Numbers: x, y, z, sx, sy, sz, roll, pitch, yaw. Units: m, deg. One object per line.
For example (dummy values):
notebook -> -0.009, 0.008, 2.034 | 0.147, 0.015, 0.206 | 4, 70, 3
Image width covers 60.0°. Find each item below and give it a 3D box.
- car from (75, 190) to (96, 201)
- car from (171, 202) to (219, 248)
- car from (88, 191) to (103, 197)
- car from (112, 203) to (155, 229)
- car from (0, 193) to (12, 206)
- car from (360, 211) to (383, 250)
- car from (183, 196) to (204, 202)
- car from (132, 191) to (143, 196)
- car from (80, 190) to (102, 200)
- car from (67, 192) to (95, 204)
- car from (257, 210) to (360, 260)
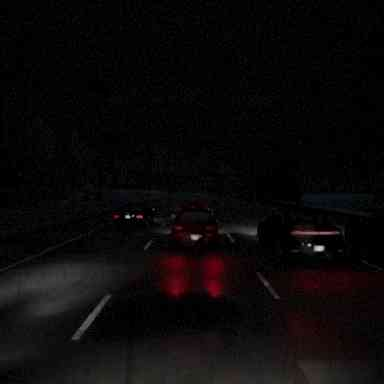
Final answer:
car -> -20.833, 0.548, 65.219 | 2.150, 2.045, 5.566 | 0, 1, 1
car -> 0.107, 1.380, 13.940 | 1.812, 1.442, 4.674 | 0, 1, 0
car -> -23.918, 0.407, 82.338 | 2.033, 1.411, 5.357 | 0, 1, 1
car -> -3.391, 1.339, 20.089 | 2.033, 1.411, 5.357 | 0, 1, 0
car -> -24.560, 0.923, 41.510 | 2.097, 1.767, 4.553 | 0, 1, 0
car -> 7.106, 1.370, 11.574 | 2.128, 1.511, 4.902 | 0, 1, 0
car -> 0.115, 1.144, 32.114 | 1.882, 1.535, 5.008 | 0, 1, 0
car -> -13.421, 0.464, 82.067 | 1.895, 1.301, 4.718 | 0, 1, 1
car -> -17.473, 0.752, 58.049 | 2.097, 1.767, 4.553 | 0, 1, 1
car -> -14.062, 1.094, 41.738 | 1.812, 1.442, 4.674 | 0, 1, 0
car -> 3.607, 1.367, 11.850 | 2.128, 1.511, 4.902 | 0, 1, 0
